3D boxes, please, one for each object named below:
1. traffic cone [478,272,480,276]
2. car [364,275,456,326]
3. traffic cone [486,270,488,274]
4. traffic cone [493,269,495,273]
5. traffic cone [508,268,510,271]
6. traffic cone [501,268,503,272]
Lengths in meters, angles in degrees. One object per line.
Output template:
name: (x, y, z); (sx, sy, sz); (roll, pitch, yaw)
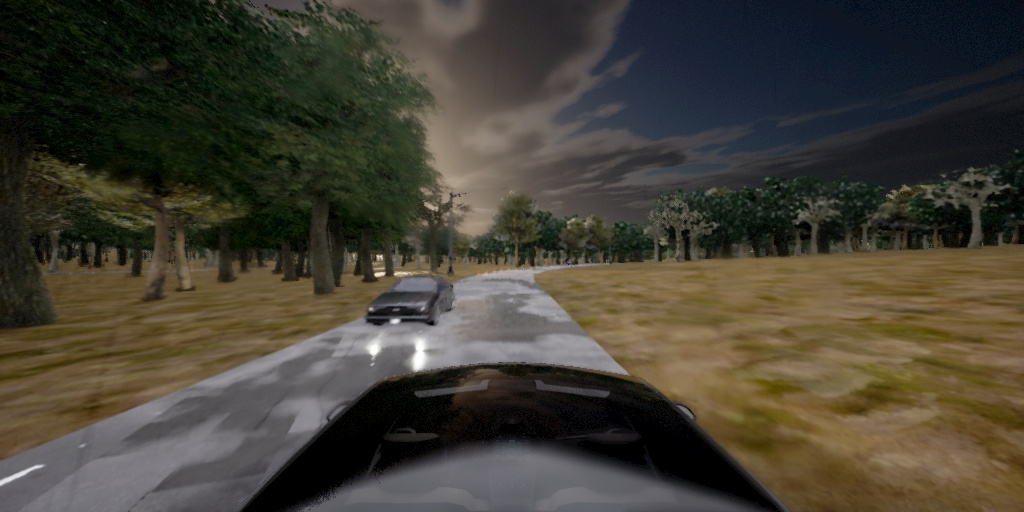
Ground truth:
traffic cone: (-3.746, 2.001, 40.795); (0.340, 0.580, 0.340); (0, 0, 5)
car: (-3.101, 1.367, 12.186); (2.033, 1.411, 5.357); (0, 0, 0)
traffic cone: (-3.229, 2.049, 45.872); (0.340, 0.580, 0.340); (0, 0, 7)
traffic cone: (-2.521, 2.099, 50.925); (0.340, 0.580, 0.340); (0, 0, 9)
traffic cone: (-0.535, 2.193, 60.933); (0.340, 0.580, 0.340); (0, 0, 13)
traffic cone: (-1.623, 2.150, 55.947); (0.340, 0.580, 0.340); (0, 0, 11)
